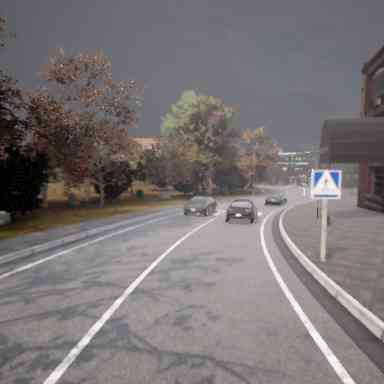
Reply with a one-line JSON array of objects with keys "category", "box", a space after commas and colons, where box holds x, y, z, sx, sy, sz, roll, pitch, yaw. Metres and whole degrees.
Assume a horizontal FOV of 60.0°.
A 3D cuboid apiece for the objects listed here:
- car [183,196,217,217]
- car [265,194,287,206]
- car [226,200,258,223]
[{"category": "car", "box": [0.747, 1.077, 26.808, 1.837, 1.490, 4.892, 1, 2, 17]}, {"category": "car", "box": [10.336, 0.889, 40.654, 1.994, 1.385, 4.181, 2, 2, 26]}, {"category": "car", "box": [3.539, 1.251, 23.280, 1.812, 1.442, 4.674, 1, 2, 15]}]
